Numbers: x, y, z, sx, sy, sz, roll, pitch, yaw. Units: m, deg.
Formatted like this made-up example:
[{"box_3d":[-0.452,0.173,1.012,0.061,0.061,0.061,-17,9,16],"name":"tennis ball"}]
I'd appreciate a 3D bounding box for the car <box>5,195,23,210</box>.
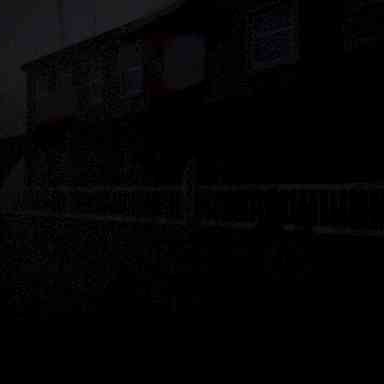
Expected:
[{"box_3d":[-15.397,1.057,27.943,1.994,1.385,4.181,0,14,34],"name":"car"}]
